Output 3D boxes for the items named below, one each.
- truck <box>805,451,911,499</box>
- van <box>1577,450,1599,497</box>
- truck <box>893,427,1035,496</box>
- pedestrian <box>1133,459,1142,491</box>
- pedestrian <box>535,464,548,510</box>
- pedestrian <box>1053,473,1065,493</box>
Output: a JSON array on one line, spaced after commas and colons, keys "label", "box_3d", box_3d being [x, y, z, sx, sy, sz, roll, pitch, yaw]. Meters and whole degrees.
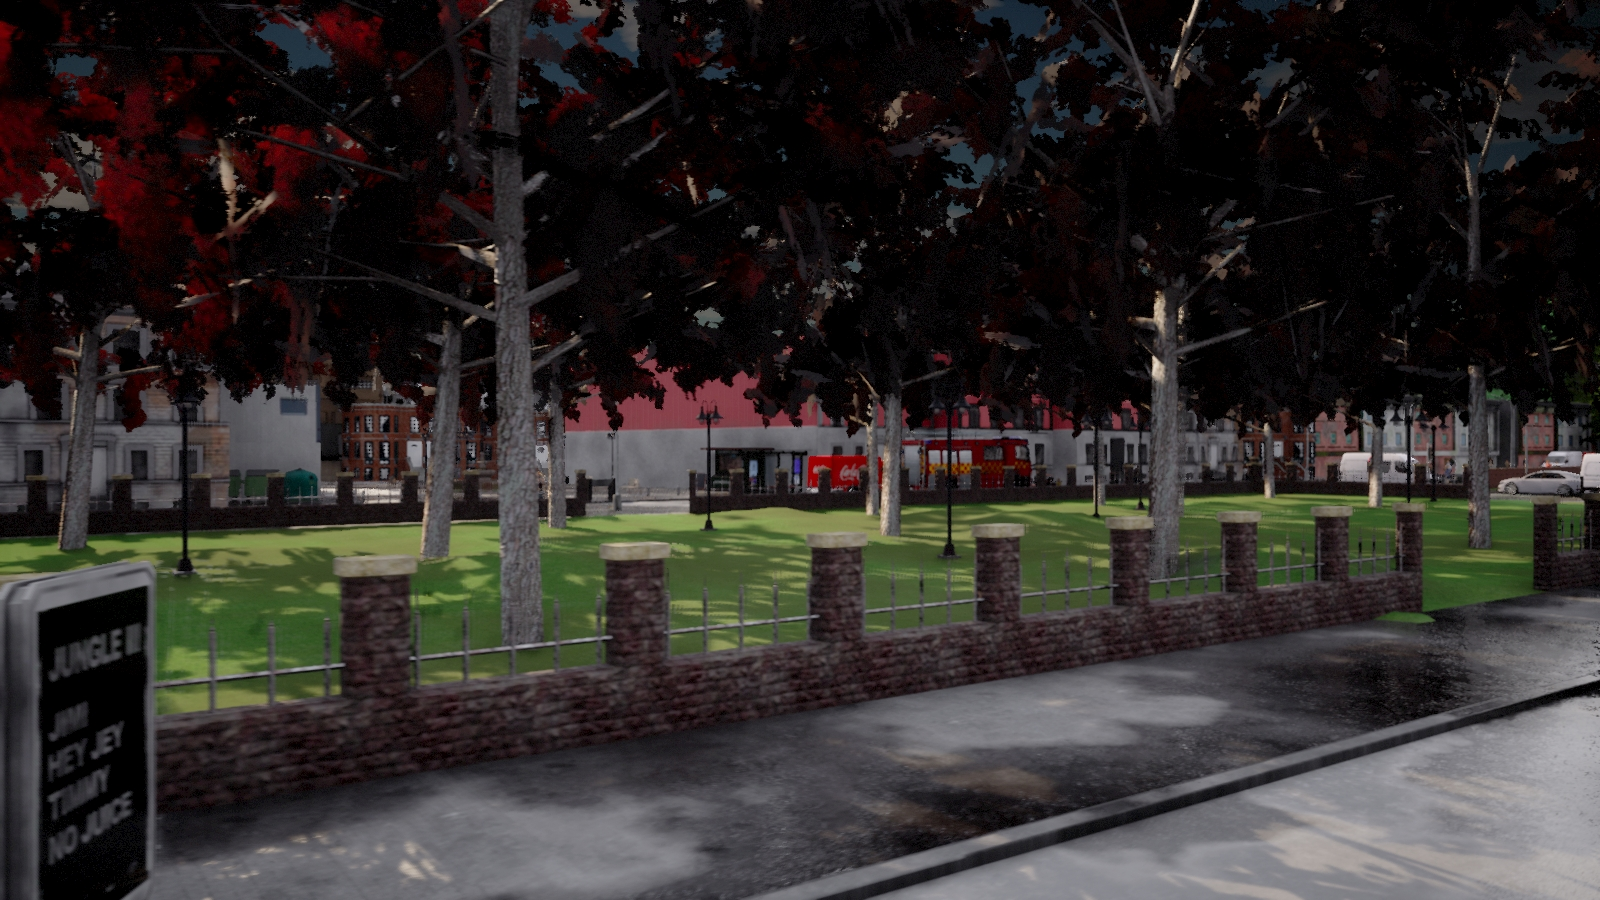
[{"label": "truck", "box_3d": [3.144, 1.314, 61.793, 5.204, 2.467, 2.627, 0, 0, -35]}, {"label": "van", "box_3d": [44.963, 1.256, 60.551, 1.988, 2.561, 5.915, 0, 0, -34]}, {"label": "truck", "box_3d": [9.642, 0.634, 66.633, 8.468, 3.827, 2.891, 0, 0, -35]}, {"label": "pedestrian", "box_3d": [19.981, 1.478, 67.678, 0.375, 1.860, 0.375, 0, 0, -35]}, {"label": "pedestrian", "box_3d": [-10.503, 1.511, 46.434, 0.375, 1.860, 0.375, 0, 0, -35]}, {"label": "pedestrian", "box_3d": [14.455, 1.866, 63.824, 0.500, 1.100, 0.500, 0, 0, 35]}]
